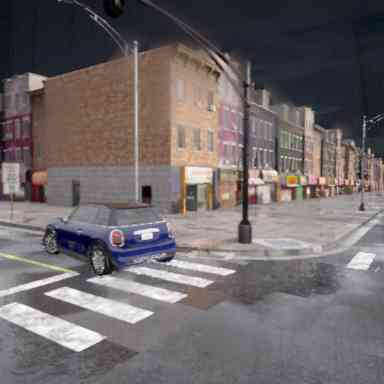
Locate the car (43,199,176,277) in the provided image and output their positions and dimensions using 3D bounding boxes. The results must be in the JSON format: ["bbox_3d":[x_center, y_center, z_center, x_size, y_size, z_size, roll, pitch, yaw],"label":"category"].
[{"bbox_3d":[-2.548,1.033,9.649,2.097,1.767,4.553,-3,4,-43],"label":"car"}]
